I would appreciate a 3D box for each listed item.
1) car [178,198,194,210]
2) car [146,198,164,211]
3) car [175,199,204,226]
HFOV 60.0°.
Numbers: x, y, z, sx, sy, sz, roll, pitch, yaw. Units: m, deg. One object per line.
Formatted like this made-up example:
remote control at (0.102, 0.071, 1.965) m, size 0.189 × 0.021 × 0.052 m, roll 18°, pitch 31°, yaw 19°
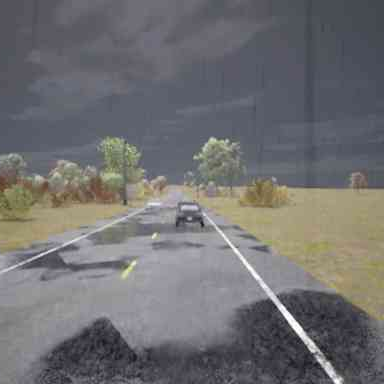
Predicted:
car at (-0.825, 1.498, 41.934) m, size 1.895 × 1.301 × 4.718 m, roll 0°, pitch 0°, yaw -2°
car at (-4.290, 1.481, 38.841) m, size 1.812 × 1.442 × 4.674 m, roll 0°, pitch 0°, yaw -2°
car at (-0.183, 1.478, 22.907) m, size 1.812 × 1.442 × 4.674 m, roll 0°, pitch 0°, yaw -1°
